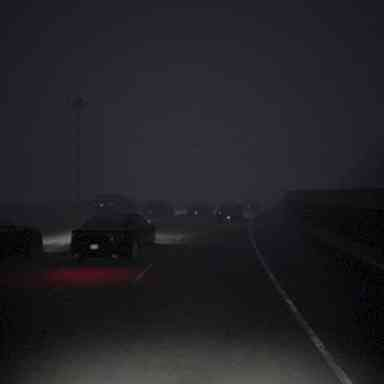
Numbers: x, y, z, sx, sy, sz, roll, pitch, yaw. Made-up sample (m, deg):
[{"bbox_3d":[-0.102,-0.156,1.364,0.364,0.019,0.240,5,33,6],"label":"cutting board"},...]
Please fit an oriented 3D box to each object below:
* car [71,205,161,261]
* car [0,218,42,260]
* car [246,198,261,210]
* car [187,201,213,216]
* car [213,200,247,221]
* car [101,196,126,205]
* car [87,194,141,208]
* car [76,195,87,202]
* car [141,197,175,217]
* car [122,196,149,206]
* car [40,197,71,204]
[{"bbox_3d":[-2.649,1.464,12.281,1.882,1.535,5.008,0,0,5],"label":"car"},{"bbox_3d":[-6.368,1.471,9.957,2.128,1.511,4.902,0,0,4],"label":"car"},{"bbox_3d":[7.585,1.514,42.334,1.812,1.442,4.674,0,0,19],"label":"car"},{"bbox_3d":[0.962,1.581,32.610,1.895,1.301,4.718,0,0,14],"label":"car"},{"bbox_3d":[3.160,1.590,26.722,1.895,1.301,4.718,0,0,12],"label":"car"},{"bbox_3d":[-13.335,1.460,56.737,1.812,1.442,4.674,0,0,22],"label":"car"},{"bbox_3d":[-6.851,1.187,30.059,2.150,2.045,5.566,0,0,13],"label":"car"},{"bbox_3d":[-17.419,1.278,55.852,2.097,1.767,4.553,0,0,21],"label":"car"},{"bbox_3d":[-3.019,1.464,30.968,2.128,1.511,4.902,0,0,13],"label":"car"},{"bbox_3d":[-9.552,1.489,56.791,2.033,1.411,5.357,0,0,23],"label":"car"},{"bbox_3d":[-21.938,1.465,53.880,2.033,1.411,5.357,0,0,20],"label":"car"}]
